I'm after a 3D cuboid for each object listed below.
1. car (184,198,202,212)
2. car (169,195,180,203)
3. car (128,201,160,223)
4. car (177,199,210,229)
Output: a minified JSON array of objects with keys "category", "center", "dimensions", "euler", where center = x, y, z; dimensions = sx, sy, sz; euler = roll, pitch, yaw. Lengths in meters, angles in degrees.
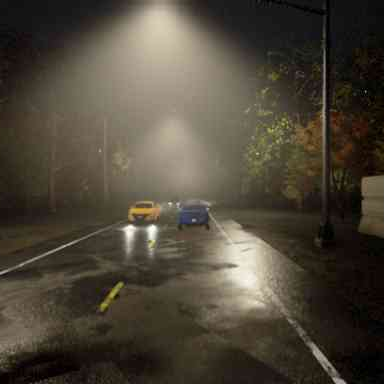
[{"category":"car","center":[0.130,1.516,40.076],"dimensions":[2.033,1.411,5.357],"euler":[0,0,0]},{"category":"car","center":[-3.466,1.416,66.196],"dimensions":[1.837,1.490,4.892],"euler":[0,0,0]},{"category":"car","center":[-3.577,1.457,25.418],"dimensions":[1.882,1.535,5.008],"euler":[0,0,0]},{"category":"car","center":[0.111,1.473,21.592],"dimensions":[1.882,1.535,5.008],"euler":[0,0,0]}]
